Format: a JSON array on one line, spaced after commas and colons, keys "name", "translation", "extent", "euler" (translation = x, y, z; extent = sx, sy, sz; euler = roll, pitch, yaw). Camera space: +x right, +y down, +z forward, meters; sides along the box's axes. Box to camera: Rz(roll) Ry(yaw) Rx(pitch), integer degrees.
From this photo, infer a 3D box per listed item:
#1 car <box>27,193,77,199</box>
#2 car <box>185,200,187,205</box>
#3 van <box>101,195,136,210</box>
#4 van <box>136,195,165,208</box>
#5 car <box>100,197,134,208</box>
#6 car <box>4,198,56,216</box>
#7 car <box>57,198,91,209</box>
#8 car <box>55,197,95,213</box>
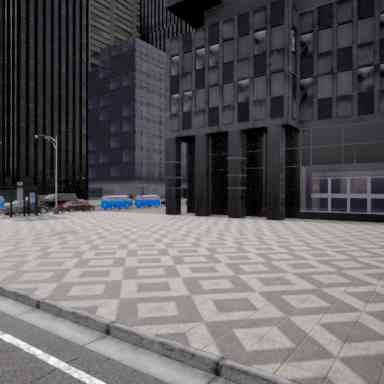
[{"name": "car", "translation": [-16.673, 1.197, 40.934], "extent": [2.150, 2.045, 5.566], "euler": [0, 0, 35]}, {"name": "car", "translation": [0.545, 1.568, 55.008], "extent": [1.802, 1.307, 4.206], "euler": [0, 0, 35]}, {"name": "van", "translation": [-9.336, 1.331, 41.135], "extent": [1.690, 1.788, 3.998], "euler": [0, 0, 35]}, {"name": "van", "translation": [-6.042, 1.329, 45.759], "extent": [1.690, 1.788, 3.998], "euler": [0, 0, 35]}, {"name": "car", "translation": [-10.981, 1.476, 48.912], "extent": [1.837, 1.490, 4.892], "euler": [0, 0, 36]}, {"name": "car", "translation": [-15.925, 1.548, 31.887], "extent": [2.008, 1.369, 4.403], "euler": [0, 0, 35]}, {"name": "car", "translation": [-16.281, 1.547, 46.081], "extent": [1.802, 1.307, 4.206], "euler": [0, 0, 35]}, {"name": "car", "translation": [-12.631, 1.575, 36.511], "extent": [1.802, 1.307, 4.206], "euler": [0, 0, 35]}]
